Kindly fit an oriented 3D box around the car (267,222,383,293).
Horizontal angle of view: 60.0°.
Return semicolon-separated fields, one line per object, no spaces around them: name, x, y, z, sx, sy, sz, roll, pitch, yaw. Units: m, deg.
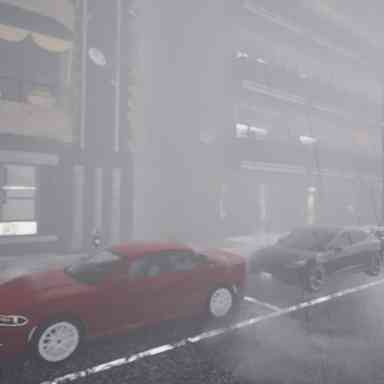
car;3.525;1.612;9.055;4.313;1.339;1.947;0;1;-35

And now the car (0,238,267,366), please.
car;-1.011;1.559;5.822;4.507;1.381;1.887;0;1;-35
